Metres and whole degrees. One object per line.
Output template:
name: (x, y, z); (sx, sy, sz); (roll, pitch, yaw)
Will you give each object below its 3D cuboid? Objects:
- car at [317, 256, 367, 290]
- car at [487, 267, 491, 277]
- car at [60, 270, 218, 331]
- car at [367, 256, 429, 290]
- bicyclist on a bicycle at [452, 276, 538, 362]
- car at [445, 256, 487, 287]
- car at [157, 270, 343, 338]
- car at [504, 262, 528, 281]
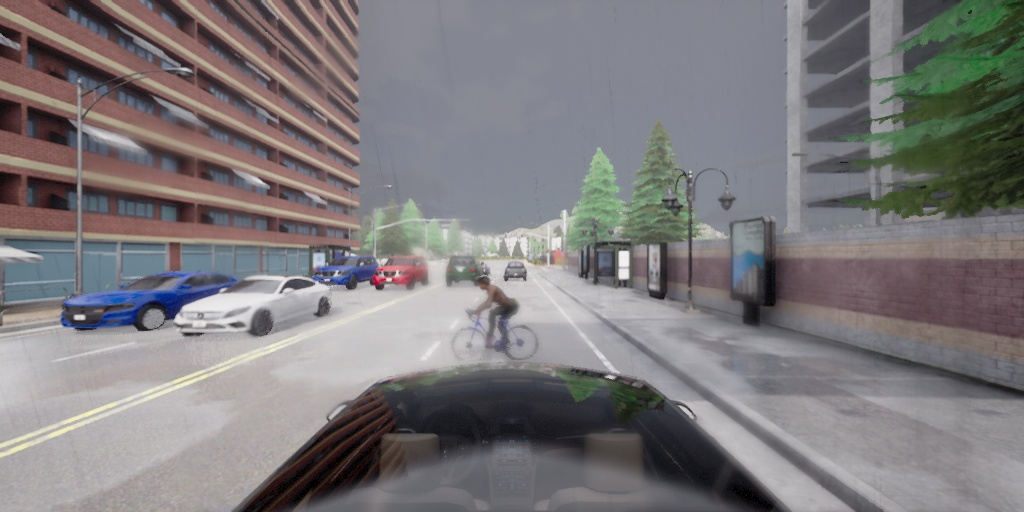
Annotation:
car: (-10.424, 1.005, 23.124); (2.150, 2.045, 5.566); (0, 0, 1)
car: (-3.169, 1.404, 35.622); (1.895, 1.301, 4.718); (0, 0, 1)
car: (-10.537, 1.242, 11.252); (1.882, 1.535, 5.008); (0, 0, 0)
car: (-6.929, 1.005, 23.080); (2.150, 2.045, 5.566); (0, 0, 1)
bicyclist on a bicycle: (-0.342, 1.207, 6.775); (1.656, 1.620, 0.582); (-2, 0, 0)
car: (-3.223, 1.008, 25.165); (2.150, 2.045, 5.566); (0, 0, 0)
car: (-7.039, 1.289, 10.432); (1.812, 1.442, 4.674); (0, 0, 1)
car: (0.318, 1.288, 30.740); (2.128, 1.511, 4.902); (0, 0, 0)
